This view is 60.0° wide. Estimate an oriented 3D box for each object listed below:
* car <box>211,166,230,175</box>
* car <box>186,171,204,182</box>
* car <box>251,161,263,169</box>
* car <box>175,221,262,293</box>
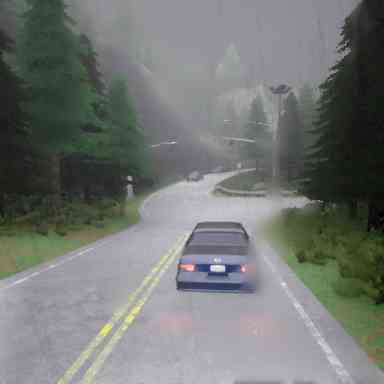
[{"bbox_3d":[5.634,-4.300,65.025,2.128,1.511,4.902,4,11,39],"label":"car"},{"bbox_3d":[0.559,-2.569,55.103,1.837,1.490,4.892,2,10,19],"label":"car"},{"bbox_3d":[15.023,-5.937,72.956,4.892,1.490,1.837,-8,8,-29],"label":"car"},{"bbox_3d":[0.725,1.497,8.878,2.033,1.411,5.357,0,0,5],"label":"car"}]
